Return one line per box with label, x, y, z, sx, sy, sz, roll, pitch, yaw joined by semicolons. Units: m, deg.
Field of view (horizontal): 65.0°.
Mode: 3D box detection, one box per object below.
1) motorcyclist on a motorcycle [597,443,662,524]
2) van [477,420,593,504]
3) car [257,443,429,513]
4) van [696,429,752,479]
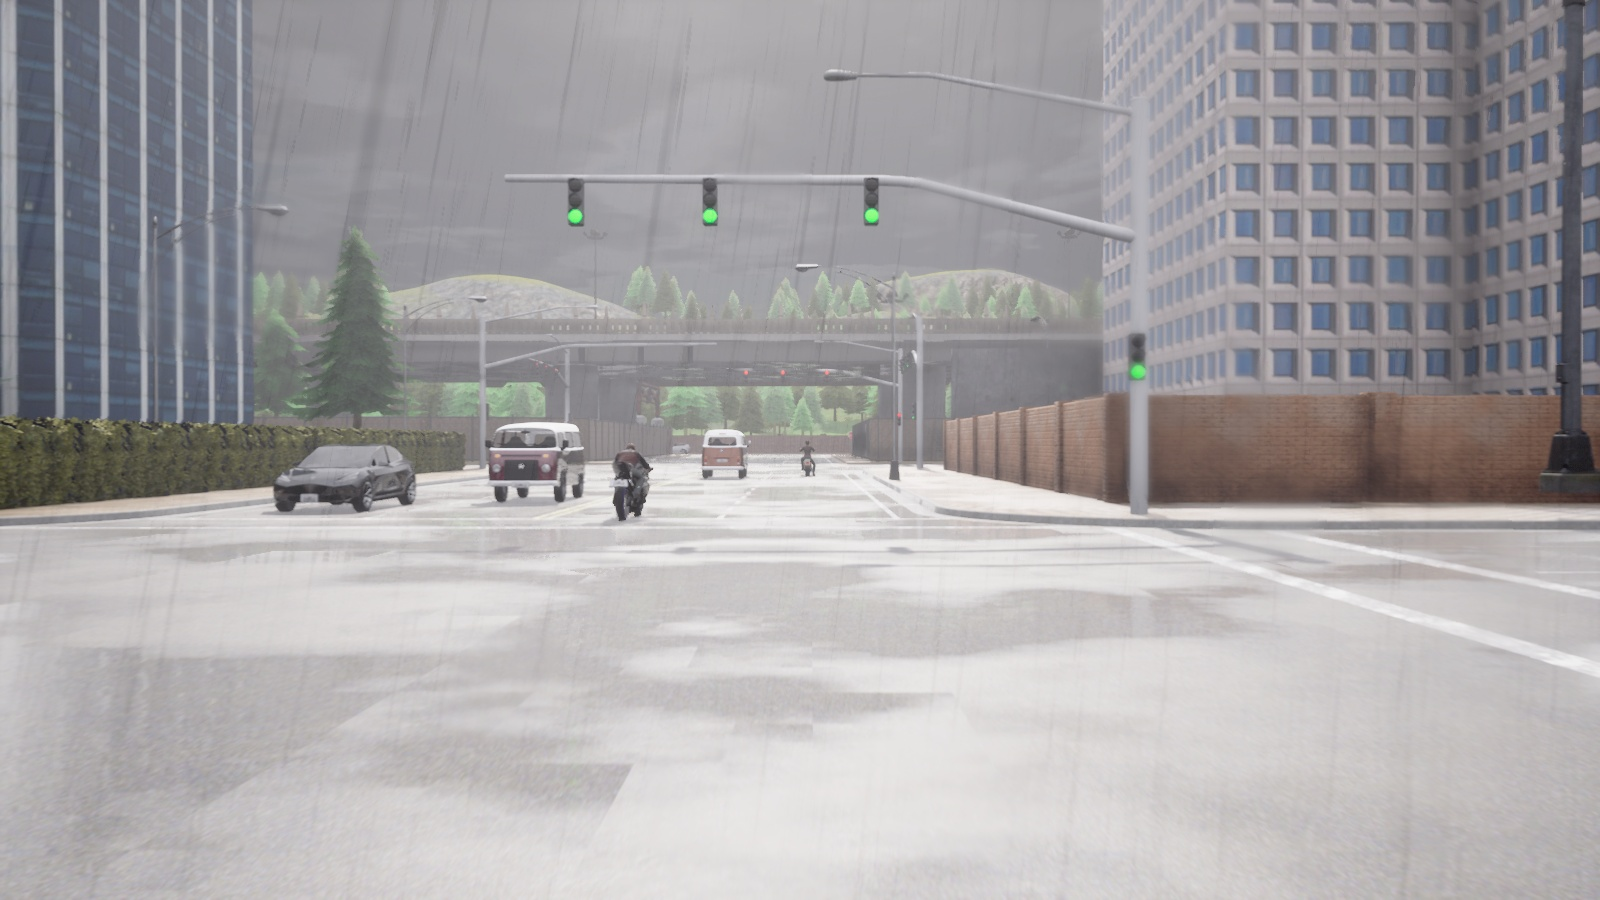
motorcyclist on a motorcycle;-3.352;0.638;24.861;0.866;1.530;2.191;0;0;3
van;-6.799;0.279;32.738;2.069;2.038;4.480;0;0;0
car;-10.321;0.575;28.797;2.163;1.488;4.792;0;0;0
van;-3.181;0.164;53.458;2.069;2.038;4.480;0;0;0
